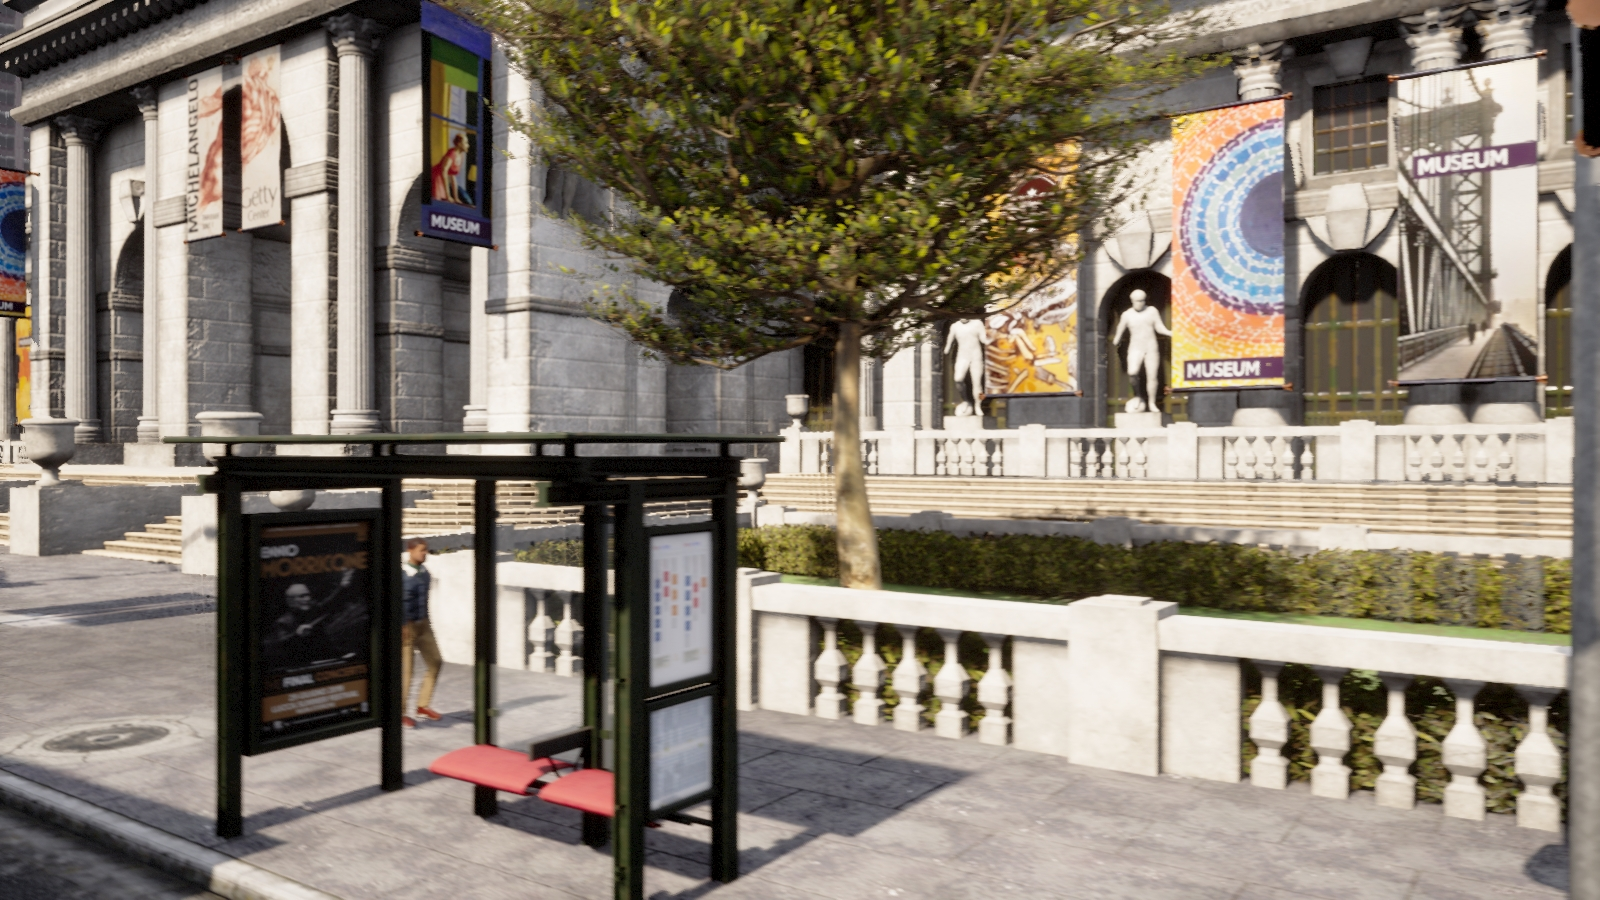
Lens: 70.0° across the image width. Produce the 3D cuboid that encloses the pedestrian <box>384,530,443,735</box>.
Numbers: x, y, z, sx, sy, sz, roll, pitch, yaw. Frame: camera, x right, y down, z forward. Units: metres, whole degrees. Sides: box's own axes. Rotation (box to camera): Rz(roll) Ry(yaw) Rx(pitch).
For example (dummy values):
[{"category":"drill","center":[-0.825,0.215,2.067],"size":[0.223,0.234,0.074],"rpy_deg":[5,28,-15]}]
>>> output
[{"category":"pedestrian","center":[-3.651,1.700,10.807],"size":[0.375,1.860,0.375],"rpy_deg":[0,0,29]}]

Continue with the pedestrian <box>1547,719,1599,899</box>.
[{"category":"pedestrian","center":[4.334,2.077,6.150],"size":[0.500,1.100,0.500],"rpy_deg":[0,0,30]}]
